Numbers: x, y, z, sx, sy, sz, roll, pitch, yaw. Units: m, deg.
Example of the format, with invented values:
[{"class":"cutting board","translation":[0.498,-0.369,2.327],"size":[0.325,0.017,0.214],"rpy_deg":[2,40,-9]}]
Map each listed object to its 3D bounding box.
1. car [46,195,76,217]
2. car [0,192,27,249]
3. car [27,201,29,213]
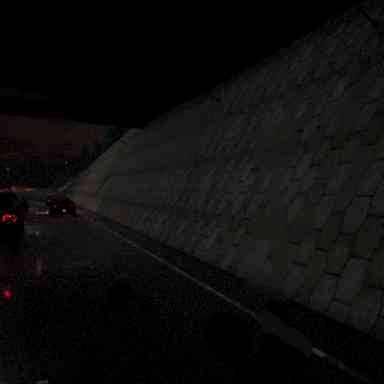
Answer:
[{"class":"car","translation":[-10.576,1.184,27.052],"size":[1.812,1.442,4.674],"rpy_deg":[1,1,-25]},{"class":"car","translation":[-7.913,1.019,13.168],"size":[2.150,2.045,5.566],"rpy_deg":[1,0,-25]},{"class":"car","translation":[-15.974,1.163,30.325],"size":[1.895,1.301,4.718],"rpy_deg":[1,0,-25]}]
